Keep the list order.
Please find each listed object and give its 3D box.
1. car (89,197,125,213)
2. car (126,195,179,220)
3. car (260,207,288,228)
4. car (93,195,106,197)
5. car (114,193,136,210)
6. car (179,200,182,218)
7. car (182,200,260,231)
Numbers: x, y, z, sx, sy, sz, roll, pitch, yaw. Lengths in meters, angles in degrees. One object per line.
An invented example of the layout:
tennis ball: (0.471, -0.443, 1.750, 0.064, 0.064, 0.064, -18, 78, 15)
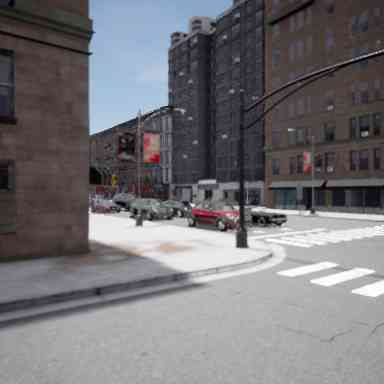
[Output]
car: (-9.281, 1.534, 36.004, 1.994, 1.385, 4.181, 0, 0, -36)
car: (-3.414, 1.352, 27.958, 2.097, 1.767, 4.553, 0, 0, -36)
car: (4.259, 1.626, 22.963, 1.895, 1.301, 4.718, 0, 0, -36)
car: (-13.526, 1.483, 47.382, 2.033, 1.411, 5.357, 0, 0, -36)
car: (-7.433, 1.187, 38.968, 2.150, 2.045, 5.566, 0, 0, -36)
car: (-1.235, 1.502, 30.482, 1.837, 1.490, 4.892, 0, 0, -36)
car: (1.712, 1.378, 20.941, 2.097, 1.767, 4.553, 0, 0, -36)
